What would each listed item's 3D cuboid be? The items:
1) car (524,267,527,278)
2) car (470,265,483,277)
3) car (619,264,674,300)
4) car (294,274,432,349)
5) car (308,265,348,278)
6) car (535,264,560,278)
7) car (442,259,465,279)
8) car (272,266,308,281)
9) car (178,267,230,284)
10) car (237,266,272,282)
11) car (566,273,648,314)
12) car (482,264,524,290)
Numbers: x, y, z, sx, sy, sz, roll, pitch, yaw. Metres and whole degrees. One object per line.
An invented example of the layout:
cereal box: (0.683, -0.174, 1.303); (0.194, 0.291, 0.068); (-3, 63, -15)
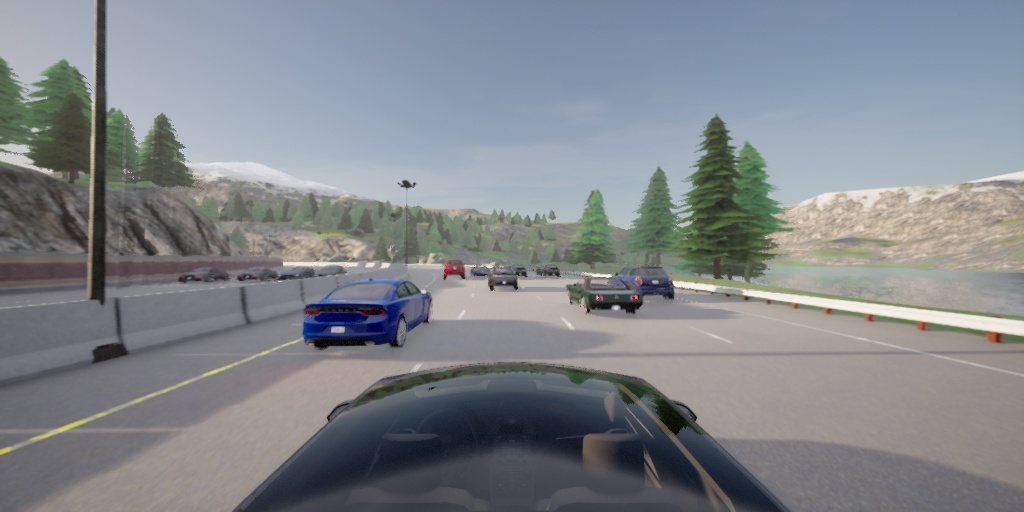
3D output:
car: (0.364, 1.672, 40.741); (1.837, 1.490, 4.892); (1, 0, -12)
car: (-3.913, 1.759, 43.543); (1.994, 1.385, 4.181); (0, -1, -14)
car: (6.675, 1.287, 19.163); (2.097, 1.767, 4.553); (0, -1, -4)
car: (-3.437, 1.310, 9.496); (1.882, 1.535, 5.008); (0, 0, -1)
car: (-16.188, 1.581, 32.278); (1.837, 1.490, 4.892); (0, -1, -10)
car: (3.976, 1.671, 40.652); (1.837, 1.490, 4.892); (1, 0, -12)
car: (-6.383, 1.370, 39.053); (2.150, 2.045, 5.566); (1, -1, -12)
car: (-19.984, 1.639, 33.813); (2.033, 1.411, 5.357); (0, -1, -10)
car: (-26.652, 1.628, 31.192); (1.994, 1.385, 4.181); (0, -1, -10)
car: (-23.476, 1.650, 33.274); (1.994, 1.385, 4.181); (0, -1, -10)
car: (3.450, 1.486, 14.401); (1.895, 1.301, 4.718); (0, -1, -2)
car: (-0.761, 1.490, 25.017); (2.128, 1.511, 4.902); (0, -1, -6)
